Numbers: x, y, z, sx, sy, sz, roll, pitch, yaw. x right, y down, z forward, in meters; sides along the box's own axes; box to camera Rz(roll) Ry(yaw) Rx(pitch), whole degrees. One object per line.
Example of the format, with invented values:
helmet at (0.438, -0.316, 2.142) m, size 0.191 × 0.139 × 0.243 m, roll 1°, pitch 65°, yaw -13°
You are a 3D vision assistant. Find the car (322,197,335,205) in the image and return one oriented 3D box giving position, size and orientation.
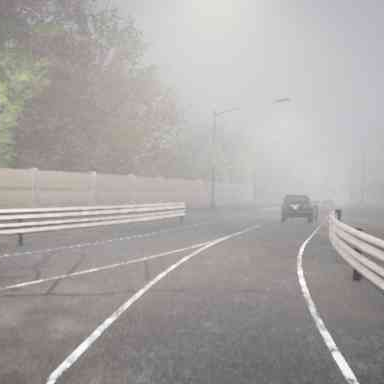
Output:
car at (24.273, 1.571, 59.367) m, size 1.994 × 1.385 × 4.181 m, roll 1°, pitch 1°, yaw 25°

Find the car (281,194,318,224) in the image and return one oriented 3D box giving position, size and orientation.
car at (8.213, 1.185, 25.237) m, size 2.150 × 2.045 × 5.566 m, roll 1°, pitch 1°, yaw 25°

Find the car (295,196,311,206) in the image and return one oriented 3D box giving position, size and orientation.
car at (18.602, 1.428, 55.643) m, size 1.837 × 1.490 × 4.892 m, roll 1°, pitch 1°, yaw 26°
